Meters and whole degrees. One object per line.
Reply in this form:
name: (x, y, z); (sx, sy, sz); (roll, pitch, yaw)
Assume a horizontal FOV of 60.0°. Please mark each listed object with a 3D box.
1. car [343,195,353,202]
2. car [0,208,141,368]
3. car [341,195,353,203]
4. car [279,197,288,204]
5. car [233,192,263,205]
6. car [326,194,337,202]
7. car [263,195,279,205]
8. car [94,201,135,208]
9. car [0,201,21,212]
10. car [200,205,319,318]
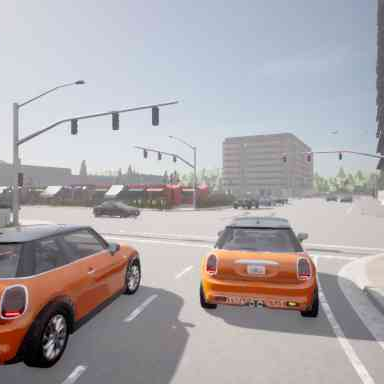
car: (36.526, 1.500, 77.823); (1.837, 1.490, 4.892); (0, 0, 27)
car: (-2.509, 1.352, 6.052); (2.097, 1.767, 4.553); (0, 0, 9)
car: (31.954, 1.595, 68.991); (1.895, 1.301, 4.718); (0, 0, 27)
car: (16.565, 1.601, 62.209); (1.895, 1.301, 4.718); (0, 0, 28)
car: (7.349, 1.221, 44.516); (2.150, 2.045, 5.566); (0, 0, 27)
car: (33.386, 1.355, 79.371); (2.097, 1.767, 4.553); (0, 0, 27)
car: (11.940, 1.352, 53.366); (2.097, 1.767, 4.553); (0, 0, 27)
car: (-6.796, 1.581, 29.736); (4.674, 1.442, 1.812); (0, 0, 28)
car: (-21.446, 1.656, 37.459); (4.718, 1.301, 1.895); (0, 0, 28)
car: (1.603, 1.352, 7.770); (2.097, 1.767, 4.553); (0, 0, 14)
